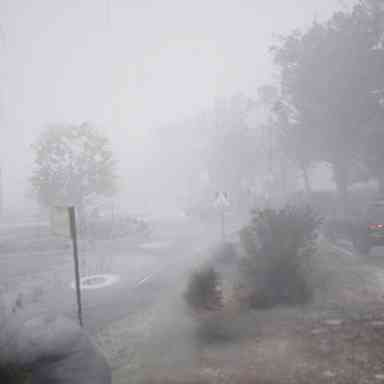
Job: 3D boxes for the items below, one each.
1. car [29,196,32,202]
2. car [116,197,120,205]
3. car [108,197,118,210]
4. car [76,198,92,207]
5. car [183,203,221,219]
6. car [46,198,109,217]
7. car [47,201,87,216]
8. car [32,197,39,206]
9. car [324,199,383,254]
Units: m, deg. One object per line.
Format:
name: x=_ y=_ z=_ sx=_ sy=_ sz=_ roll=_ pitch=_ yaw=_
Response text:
car: x=-32.515 y=1.945 z=74.761 sx=2.435 sy=2.045 sz=5.566 roll=-3 pitch=3 yaw=42
car: x=-14.832 y=1.575 z=61.485 sx=1.882 sy=1.535 sz=5.008 roll=-4 pitch=2 yaw=-28
car: x=-12.805 y=1.907 z=48.868 sx=1.812 sy=1.442 sz=4.674 roll=-4 pitch=2 yaw=-28
car: x=-20.934 y=1.913 z=64.326 sx=2.033 sy=1.411 sz=5.357 roll=-4 pitch=2 yaw=-28
car: x=0.864 y=1.741 z=31.852 sx=1.895 sy=1.301 sz=4.718 roll=-4 pitch=2 yaw=-27
car: x=-12.799 y=1.975 z=37.574 sx=2.435 sy=2.045 sz=5.566 roll=-2 pitch=3 yaw=42
car: x=-17.026 y=2.254 z=45.560 sx=2.002 sy=1.452 sz=4.674 roll=-2 pitch=3 yaw=42
car: x=-28.287 y=1.940 z=66.797 sx=2.435 sy=2.045 sz=5.566 roll=-2 pitch=3 yaw=42
car: x=7.576 y=1.349 z=14.441 sx=2.150 sy=2.045 sz=5.566 roll=-3 pitch=0 yaw=3
